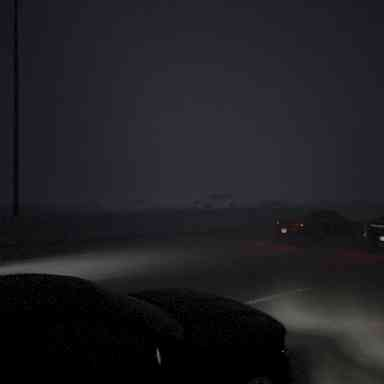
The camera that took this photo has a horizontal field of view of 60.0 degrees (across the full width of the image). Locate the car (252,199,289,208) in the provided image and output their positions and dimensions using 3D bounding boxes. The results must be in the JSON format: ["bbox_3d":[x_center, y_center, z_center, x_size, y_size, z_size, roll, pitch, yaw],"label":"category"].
[{"bbox_3d":[8.788,1.498,36.822,4.181,1.385,1.994,0,0,-24],"label":"car"}]

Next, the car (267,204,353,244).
[{"bbox_3d":[5.995,1.499,15.556,4.674,1.442,1.812,0,0,-30],"label":"car"}]

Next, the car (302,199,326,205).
[{"bbox_3d":[13.556,1.467,35.148,4.674,1.442,1.812,0,0,-23],"label":"car"}]

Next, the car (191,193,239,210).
[{"bbox_3d":[2.653,1.152,37.769,5.566,2.045,2.150,0,0,-26],"label":"car"}]

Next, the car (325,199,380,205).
[{"bbox_3d":[16.065,1.495,32.459,5.357,1.411,2.033,0,0,-23],"label":"car"}]

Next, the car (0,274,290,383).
[{"bbox_3d":[-1.294,1.471,2.718,5.008,1.535,1.882,0,0,-35],"label":"car"}]

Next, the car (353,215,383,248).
[{"bbox_3d":[9.055,1.472,13.247,4.902,1.511,2.128,0,0,-29],"label":"car"}]
